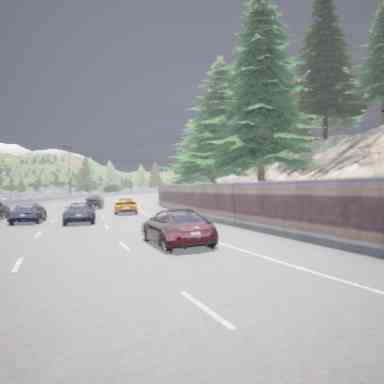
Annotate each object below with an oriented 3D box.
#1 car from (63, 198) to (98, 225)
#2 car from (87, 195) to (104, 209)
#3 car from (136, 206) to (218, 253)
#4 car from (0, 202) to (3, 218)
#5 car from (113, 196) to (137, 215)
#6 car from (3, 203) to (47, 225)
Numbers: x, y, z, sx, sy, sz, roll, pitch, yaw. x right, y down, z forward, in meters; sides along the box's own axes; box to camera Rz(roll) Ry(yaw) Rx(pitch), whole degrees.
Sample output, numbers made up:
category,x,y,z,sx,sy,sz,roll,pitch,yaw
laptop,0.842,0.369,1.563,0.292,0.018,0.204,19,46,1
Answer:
category,x,y,z,sx,sy,sz,roll,pitch,yaw
car,-7.612,1.386,22.527,1.994,1.385,4.181,-2,1,-17
car,-11.459,1.159,39.053,1.837,1.490,4.892,-2,2,-10
car,-0.624,1.353,13.003,1.994,1.385,4.181,-2,1,-22
car,-15.971,1.489,26.512,1.837,1.490,4.892,-2,1,-14
car,-6.042,1.133,29.960,1.882,1.535,5.008,-2,1,-14
car,-11.568,1.476,23.584,1.994,1.385,4.181,-2,1,-16
